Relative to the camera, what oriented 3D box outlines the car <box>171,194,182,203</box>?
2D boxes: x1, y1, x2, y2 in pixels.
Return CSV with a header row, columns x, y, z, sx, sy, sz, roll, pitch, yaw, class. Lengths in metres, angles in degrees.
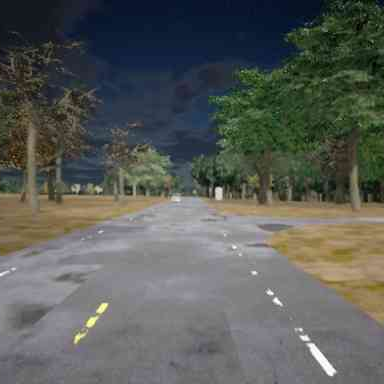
x,y,z,sx,sy,sz,roll,pitch,yaw,class
-3.511,1.411,75.505,2.150,2.045,5.566,0,0,0,car
